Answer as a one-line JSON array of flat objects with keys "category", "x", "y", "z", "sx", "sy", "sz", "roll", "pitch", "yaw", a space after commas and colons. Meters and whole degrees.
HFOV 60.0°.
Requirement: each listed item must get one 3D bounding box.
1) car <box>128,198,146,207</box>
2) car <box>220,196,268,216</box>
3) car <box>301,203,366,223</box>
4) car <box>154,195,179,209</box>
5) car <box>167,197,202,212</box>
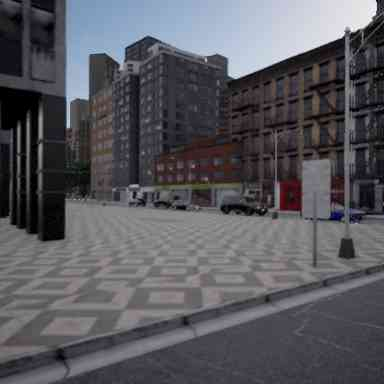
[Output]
[{"category": "car", "x": -10.068, "y": 1.880, "z": 60.751, "sx": 1.837, "sy": 1.490, "sz": 4.892, "roll": 0, "pitch": 0, "yaw": -36}, {"category": "car", "x": 5.300, "y": 1.427, "z": 34.533, "sx": 2.150, "sy": 2.045, "sz": 5.566, "roll": 0, "pitch": -1, "yaw": -36}, {"category": "car", "x": 11.149, "y": 1.613, "z": 26.534, "sx": 1.882, "sy": 1.535, "sz": 5.008, "roll": 0, "pitch": -1, "yaw": -37}, {"category": "car", "x": -3.849, "y": 1.559, "z": 52.352, "sx": 2.150, "sy": 2.045, "sz": 5.566, "roll": 0, "pitch": 0, "yaw": -36}, {"category": "car", "x": -0.736, "y": 1.760, "z": 42.788, "sx": 2.128, "sy": 1.511, "sz": 4.902, "roll": 0, "pitch": -1, "yaw": -36}]
